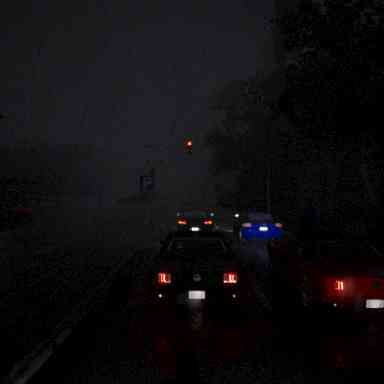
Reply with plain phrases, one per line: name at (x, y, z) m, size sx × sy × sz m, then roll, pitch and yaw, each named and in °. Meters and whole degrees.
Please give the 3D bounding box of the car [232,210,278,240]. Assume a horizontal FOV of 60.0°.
car at (3.164, 1.587, 16.607) m, size 1.994 × 1.385 × 4.181 m, roll 0°, pitch 0°, yaw 1°

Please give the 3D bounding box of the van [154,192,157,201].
van at (-10.238, 1.090, 70.340) m, size 4.442 × 1.987 × 1.878 m, roll -1°, pitch 0°, yaw -14°

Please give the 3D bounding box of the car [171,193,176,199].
car at (-7.999, 1.062, 88.296) m, size 5.566 × 2.045 × 2.435 m, roll -1°, pitch 0°, yaw -12°

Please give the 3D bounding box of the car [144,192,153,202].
car at (-10.797, 1.313, 64.348) m, size 5.366 × 1.575 × 1.946 m, roll -1°, pitch 0°, yaw -15°

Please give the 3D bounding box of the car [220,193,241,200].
car at (9.461, 1.126, 81.619) m, size 4.553 × 1.767 × 2.185 m, roll 1°, pitch 0°, yaw -12°

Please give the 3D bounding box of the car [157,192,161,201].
car at (-10.010, 1.319, 73.311) m, size 4.892 × 1.521 × 2.231 m, roll -1°, pitch 0°, yaw -14°

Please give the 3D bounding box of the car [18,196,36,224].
car at (-13.626, 1.402, 23.549) m, size 4.553 × 1.767 × 2.185 m, roll -1°, pitch 0°, yaw -19°

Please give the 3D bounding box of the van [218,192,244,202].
van at (7.286, 1.040, 63.949) m, size 4.442 × 1.987 × 1.878 m, roll 1°, pitch 0°, yaw -14°

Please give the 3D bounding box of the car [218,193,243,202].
car at (7.670, 1.139, 66.919) m, size 4.553 × 1.767 × 2.185 m, roll 1°, pitch 0°, yaw -14°

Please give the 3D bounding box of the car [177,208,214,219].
car at (0.172, 1.551, 17.452) m, size 1.812 × 1.442 × 4.674 m, roll 0°, pitch 0°, yaw 1°

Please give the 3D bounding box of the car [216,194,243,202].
car at (8.188, 1.255, 72.764) m, size 5.366 × 1.575 × 1.946 m, roll 1°, pitch 0°, yaw -13°

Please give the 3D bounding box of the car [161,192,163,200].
car at (-9.637, 1.356, 76.306) m, size 4.674 × 1.452 × 2.002 m, roll -1°, pitch 0°, yaw -13°

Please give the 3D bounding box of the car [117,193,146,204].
car at (-11.442, 1.356, 61.356) m, size 4.792 × 1.488 × 2.163 m, roll -1°, pitch 0°, yaw -15°

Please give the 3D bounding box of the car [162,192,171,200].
car at (-8.449, 1.354, 85.290) m, size 4.674 × 1.452 × 2.002 m, roll -1°, pitch 0°, yaw -12°

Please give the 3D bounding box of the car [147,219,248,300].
car at (0.110, 1.612, 8.350) m, size 1.895 × 1.301 × 4.718 m, roll 0°, pitch 0°, yaw 0°

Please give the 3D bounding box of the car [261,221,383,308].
car at (3.120, 1.611, 7.859) m, size 1.895 × 1.301 × 4.718 m, roll 0°, pitch 0°, yaw 0°

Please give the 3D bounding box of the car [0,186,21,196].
car at (-28.163, 0.135, 52.225) m, size 2.002 × 1.452 × 4.674 m, roll 6°, pitch -3°, yaw -19°

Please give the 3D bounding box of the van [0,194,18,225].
van at (-13.602, 1.296, 20.572) m, size 4.442 × 1.987 × 1.878 m, roll -1°, pitch 0°, yaw -19°
